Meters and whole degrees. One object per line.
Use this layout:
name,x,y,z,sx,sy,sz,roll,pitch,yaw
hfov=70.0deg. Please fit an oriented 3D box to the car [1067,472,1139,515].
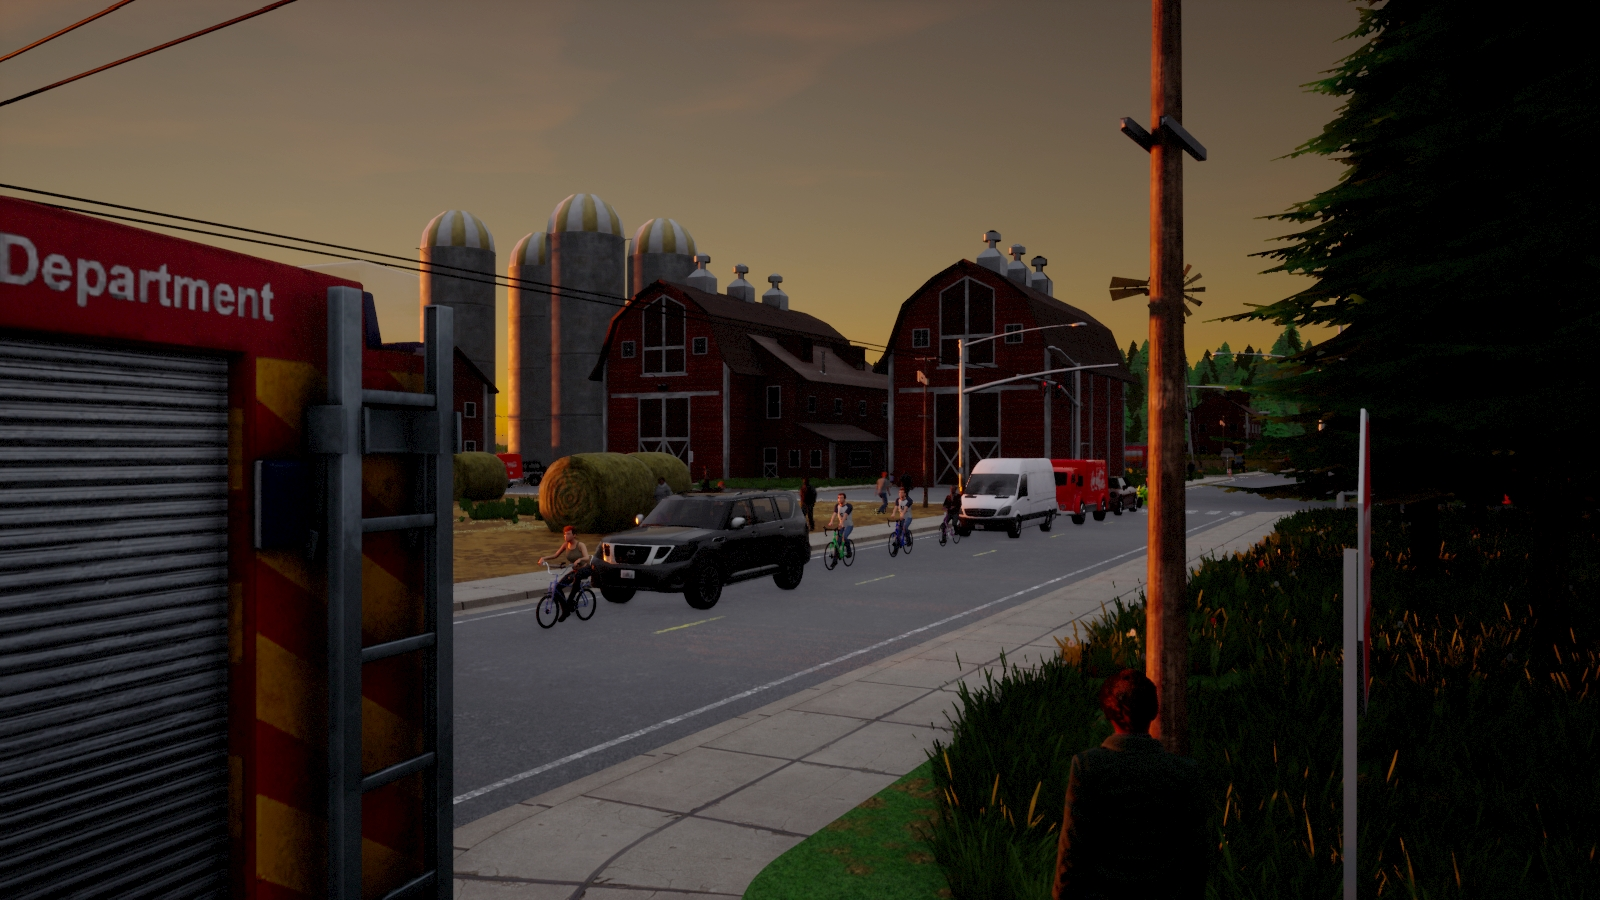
car,13.627,1.903,51.211,2.097,1.767,4.553,0,0,28

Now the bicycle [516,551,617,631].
bicycle,-3.778,2.256,18.550,0.859,1.080,1.487,0,0,28

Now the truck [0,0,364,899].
truck,-5.936,0.867,3.846,8.468,3.827,2.891,0,0,19

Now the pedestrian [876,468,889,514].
pedestrian,3.363,1.677,46.542,0.375,1.860,0.375,0,0,44

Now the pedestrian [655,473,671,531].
pedestrian,-4.428,1.677,36.950,0.375,1.860,0.375,0,0,29

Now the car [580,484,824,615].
car,-1.713,1.779,22.400,2.150,2.045,5.566,0,0,27

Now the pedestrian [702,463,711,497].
pedestrian,-5.167,1.670,63.233,0.375,1.860,0.375,0,0,29

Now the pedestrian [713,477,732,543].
pedestrian,-2.201,1.690,32.337,0.375,1.860,0.375,0,0,33

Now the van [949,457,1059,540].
van,7.050,1.534,38.930,1.988,2.561,5.915,0,0,28

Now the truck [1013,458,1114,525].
truck,10.533,1.568,45.361,2.627,2.467,5.204,0,0,28

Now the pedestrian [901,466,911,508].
pedestrian,4.810,1.673,51.905,0.375,1.860,0.375,0,0,-11

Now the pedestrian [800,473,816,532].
pedestrian,0.270,1.691,36.917,0.375,1.860,0.375,0,0,28

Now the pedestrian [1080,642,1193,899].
pedestrian,1.211,1.663,4.131,0.375,1.860,0.375,0,0,16
